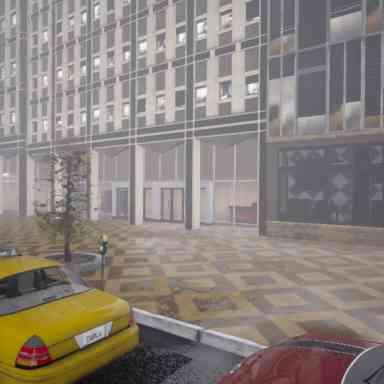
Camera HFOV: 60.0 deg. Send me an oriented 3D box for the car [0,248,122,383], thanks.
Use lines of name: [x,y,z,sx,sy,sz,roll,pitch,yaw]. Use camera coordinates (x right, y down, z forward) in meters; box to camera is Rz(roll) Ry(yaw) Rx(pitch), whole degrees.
car: [-2.944,1.524,4.967,4.829,1.417,1.752,0,1,36]

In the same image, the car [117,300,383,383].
car: [1.820,1.440,1.566,4.097,1.590,1.967,0,1,36]
